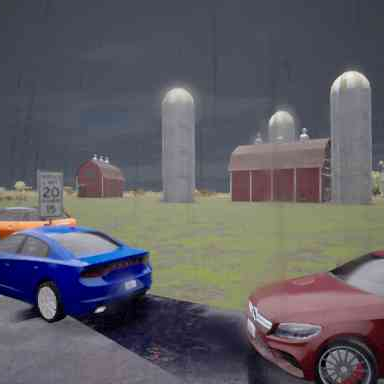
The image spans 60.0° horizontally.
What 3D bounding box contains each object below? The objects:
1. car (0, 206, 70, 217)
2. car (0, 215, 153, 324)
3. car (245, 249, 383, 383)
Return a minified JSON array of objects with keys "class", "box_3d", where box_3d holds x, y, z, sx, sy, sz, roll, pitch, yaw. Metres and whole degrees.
[{"class":"car","box_3d":[-6.844,1.366,13.348,4.553,1.767,2.097,0,0,20]},{"class":"car","box_3d":[-3.126,1.480,7.248,5.008,1.535,1.882,0,0,34]},{"class":"car","box_3d":[3.090,1.557,4.616,4.674,1.442,1.812,1,0,-7]}]
